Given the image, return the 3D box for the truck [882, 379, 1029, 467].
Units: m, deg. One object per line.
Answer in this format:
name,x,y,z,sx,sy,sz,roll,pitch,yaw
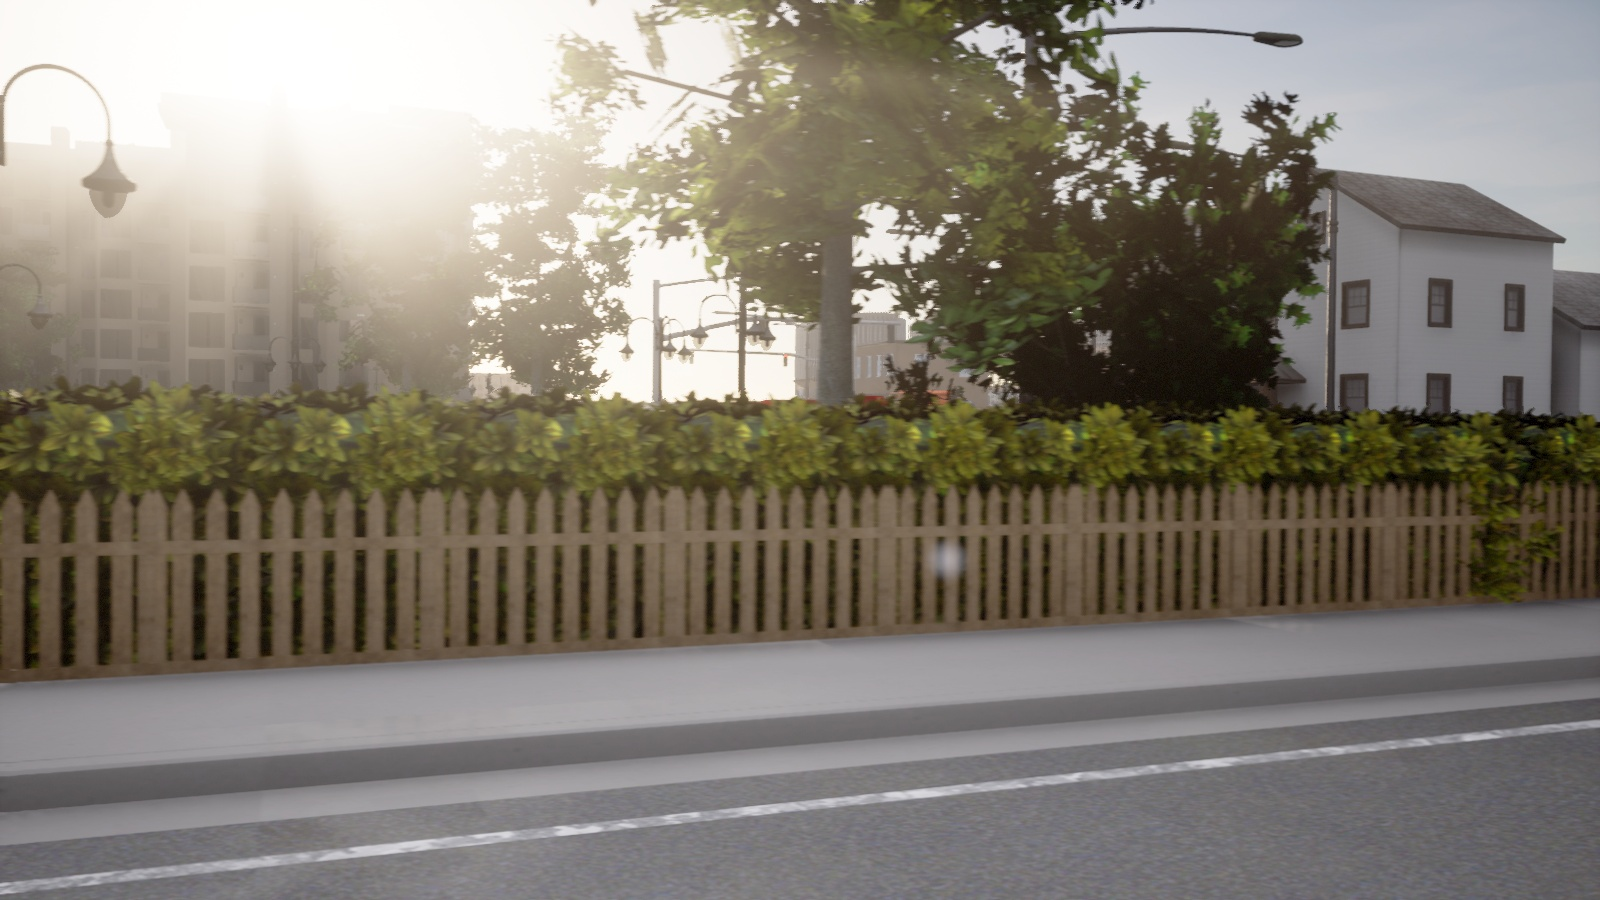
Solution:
truck,6.475,-1.131,53.909,2.891,3.462,7.936,-1,1,-21
